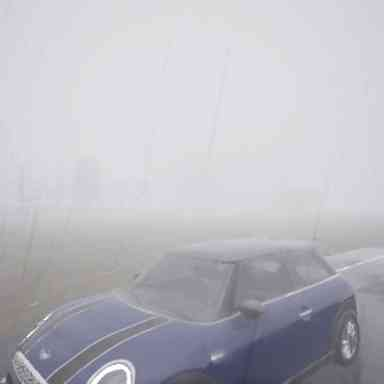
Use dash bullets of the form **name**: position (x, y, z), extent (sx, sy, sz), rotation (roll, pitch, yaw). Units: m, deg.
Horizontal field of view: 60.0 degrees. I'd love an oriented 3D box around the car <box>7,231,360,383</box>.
- **car**: position (0.261, 1.479, 4.237), extent (4.553, 1.767, 2.097), rotation (1, -2, -42)
